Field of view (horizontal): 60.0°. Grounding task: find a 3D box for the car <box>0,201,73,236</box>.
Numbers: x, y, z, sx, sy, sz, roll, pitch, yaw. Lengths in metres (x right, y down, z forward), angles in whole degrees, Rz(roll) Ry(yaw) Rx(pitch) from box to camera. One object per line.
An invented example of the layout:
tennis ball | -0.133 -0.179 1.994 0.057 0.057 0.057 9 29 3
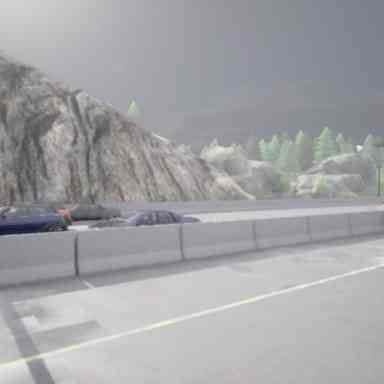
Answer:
car | -8.237 1.348 15.307 4.553 1.767 2.097 0 0 -35

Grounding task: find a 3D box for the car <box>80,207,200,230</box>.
car | -2.052 1.536 15.413 5.357 1.411 2.033 0 0 -35

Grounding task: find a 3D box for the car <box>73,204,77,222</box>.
car | -9.268 1.346 18.869 4.553 1.767 2.097 0 0 -35

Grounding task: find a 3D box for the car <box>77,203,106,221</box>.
car | -7.815 1.535 24.199 5.357 1.411 2.033 0 0 -35
